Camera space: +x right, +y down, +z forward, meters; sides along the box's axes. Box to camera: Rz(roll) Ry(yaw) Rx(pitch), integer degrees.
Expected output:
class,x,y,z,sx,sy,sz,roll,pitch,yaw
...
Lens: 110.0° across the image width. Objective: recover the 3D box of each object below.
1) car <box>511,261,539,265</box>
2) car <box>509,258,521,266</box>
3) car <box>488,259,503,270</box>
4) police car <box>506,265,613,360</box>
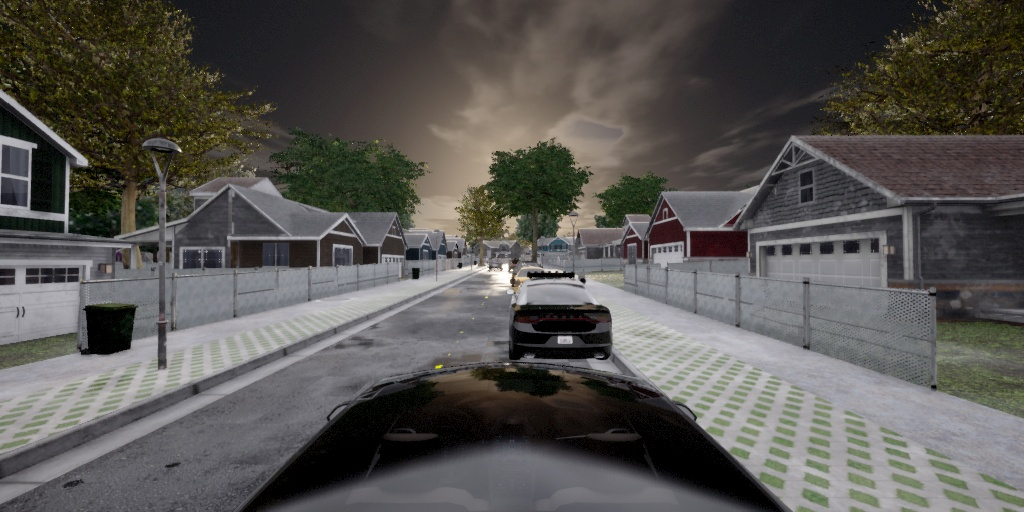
class,x,y,z,sx,sy,sz,roll,pitch,yaw
car,0.987,1.204,18.559,1.801,1.575,5.366,0,0,1
car,1.038,1.097,24.339,2.097,1.767,4.553,0,0,1
car,-2.299,1.227,51.026,2.128,1.511,4.902,0,0,1
police car,0.896,1.176,8.477,1.930,1.638,5.238,0,0,1
